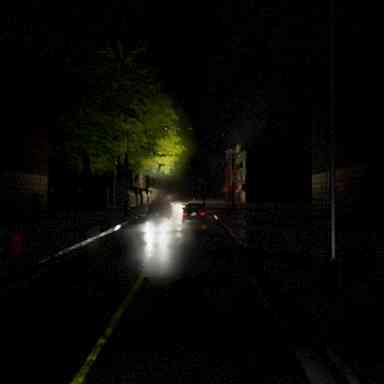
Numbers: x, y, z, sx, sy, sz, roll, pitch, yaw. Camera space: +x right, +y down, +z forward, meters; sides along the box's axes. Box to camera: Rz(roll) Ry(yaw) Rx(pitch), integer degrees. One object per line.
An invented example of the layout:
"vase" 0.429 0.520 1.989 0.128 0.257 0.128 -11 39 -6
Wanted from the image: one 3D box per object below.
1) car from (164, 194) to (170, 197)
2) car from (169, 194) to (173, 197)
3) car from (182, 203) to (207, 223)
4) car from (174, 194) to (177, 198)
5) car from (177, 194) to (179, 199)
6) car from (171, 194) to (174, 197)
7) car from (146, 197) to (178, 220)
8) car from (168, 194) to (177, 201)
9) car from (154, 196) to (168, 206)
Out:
"car" -5.166 1.519 54.187 2.008 1.369 4.403 1 0 0
"car" -5.151 1.523 61.322 2.008 1.369 4.403 1 0 0
"car" 0.178 1.528 24.992 2.033 1.411 5.357 0 0 1
"car" -5.178 1.576 77.673 1.802 1.307 4.206 1 0 0
"car" -5.181 1.321 83.124 2.192 1.841 5.009 1 0 0
"car" -5.160 1.542 66.773 1.947 1.339 4.313 1 0 0
"car" -2.579 1.466 27.530 2.128 1.511 4.902 0 0 1
"car" -5.193 1.461 88.574 1.967 1.590 4.097 1 0 0
"car" -5.193 1.494 56.161 1.752 1.417 4.829 1 0 0
